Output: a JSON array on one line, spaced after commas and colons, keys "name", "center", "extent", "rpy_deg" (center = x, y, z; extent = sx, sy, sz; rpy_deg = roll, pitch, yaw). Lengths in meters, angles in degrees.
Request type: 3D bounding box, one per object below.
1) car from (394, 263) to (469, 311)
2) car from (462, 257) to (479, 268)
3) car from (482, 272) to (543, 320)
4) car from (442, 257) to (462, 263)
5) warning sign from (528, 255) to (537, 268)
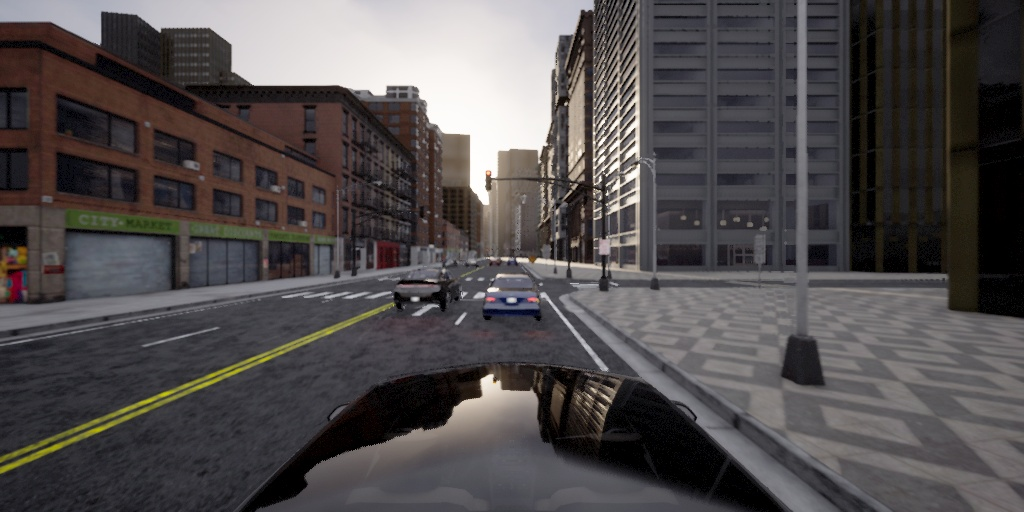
[{"name": "car", "center": [-3.194, 1.219, 14.337], "extent": [2.128, 1.511, 4.902], "rpy_deg": [0, 0, 1]}, {"name": "car", "center": [-6.483, 1.148, 58.252], "extent": [1.812, 1.442, 4.674], "rpy_deg": [0, 0, 0]}, {"name": "car", "center": [0.111, 1.278, 12.516], "extent": [2.033, 1.411, 5.357], "rpy_deg": [0, 0, 3]}, {"name": "car", "center": [-9.748, 1.118, 56.451], "extent": [2.128, 1.511, 4.902], "rpy_deg": [0, 0, 0]}, {"name": "warning sign", "center": [2.914, 0.758, 50.828], "extent": [1.300, 1.860, 1.060], "rpy_deg": [0, 0, 0]}]
